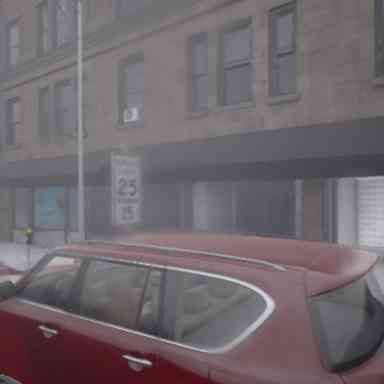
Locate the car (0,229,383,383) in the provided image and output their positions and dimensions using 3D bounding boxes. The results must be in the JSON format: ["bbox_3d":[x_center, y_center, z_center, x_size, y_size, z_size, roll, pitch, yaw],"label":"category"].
[{"bbox_3d":[-0.563,1.337,3.482,5.009,1.841,2.192,-1,0,35],"label":"car"}]
